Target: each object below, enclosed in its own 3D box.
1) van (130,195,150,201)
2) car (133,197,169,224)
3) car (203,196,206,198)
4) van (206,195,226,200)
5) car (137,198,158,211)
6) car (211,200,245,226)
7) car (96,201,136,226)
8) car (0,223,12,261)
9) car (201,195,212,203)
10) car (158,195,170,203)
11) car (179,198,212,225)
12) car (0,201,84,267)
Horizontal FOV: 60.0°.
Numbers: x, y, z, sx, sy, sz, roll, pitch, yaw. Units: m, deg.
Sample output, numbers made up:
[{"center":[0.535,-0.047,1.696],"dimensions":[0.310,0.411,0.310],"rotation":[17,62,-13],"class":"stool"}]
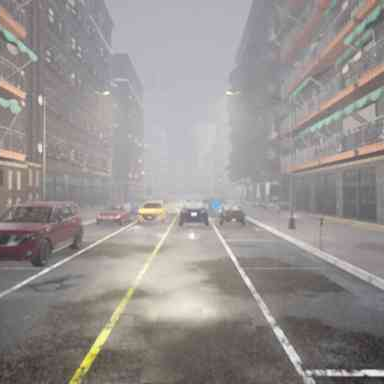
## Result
[{"center":[-5.234,1.243,34.154],"dimensions":[1.690,1.788,3.998],"rotation":[1,0,0],"class":"van"},{"center":[-2.823,1.406,24.587],"dimensions":[1.882,1.535,5.008],"rotation":[0,0,0],"class":"car"},{"center":[2.636,1.410,56.858],"dimensions":[1.947,1.339,4.313],"rotation":[1,0,0],"class":"car"},{"center":[2.613,1.243,34.173],"dimensions":[1.690,1.788,3.998],"rotation":[1,0,0],"class":"van"},{"center":[-5.230,1.432,39.825],"dimensions":[1.887,1.381,4.507],"rotation":[1,0,0],"class":"car"},{"center":[2.598,1.484,22.833],"dimensions":[2.008,1.369,4.403],"rotation":[1,0,0],"class":"car"},{"center":[-5.260,1.516,22.813],"dimensions":[1.802,1.307,4.206],"rotation":[1,0,0],"class":"car"},{"center":[-5.306,1.509,5.630],"dimensions":[1.752,1.417,4.829],"rotation":[1,0,0],"class":"car"},{"center":[2.642,1.376,62.528],"dimensions":[1.887,1.381,4.507],"rotation":[1,0,0],"class":"car"},{"center":[-5.205,1.376,62.509],"dimensions":[1.887,1.381,4.507],"rotation":[1,0,0],"class":"car"},{"center":[0.125,1.436,23.306],"dimensions":[2.163,1.488,4.792],"rotation":[0,0,0],"class":"car"},{"center":[-5.300,1.281,11.470],"dimensions":[2.192,1.841,5.009],"rotation":[1,0,0],"class":"car"}]
